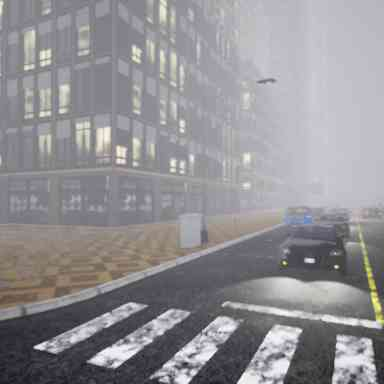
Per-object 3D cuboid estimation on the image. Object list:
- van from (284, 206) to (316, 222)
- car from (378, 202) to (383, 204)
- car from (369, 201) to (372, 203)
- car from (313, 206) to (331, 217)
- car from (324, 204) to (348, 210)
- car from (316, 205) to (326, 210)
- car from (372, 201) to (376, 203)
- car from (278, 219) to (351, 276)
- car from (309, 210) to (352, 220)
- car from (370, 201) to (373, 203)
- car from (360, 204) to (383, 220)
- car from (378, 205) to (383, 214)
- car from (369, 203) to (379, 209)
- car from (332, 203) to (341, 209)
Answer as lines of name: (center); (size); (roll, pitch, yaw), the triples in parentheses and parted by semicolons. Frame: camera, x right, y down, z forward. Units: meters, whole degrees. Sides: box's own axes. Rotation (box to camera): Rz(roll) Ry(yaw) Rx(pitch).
van: (8.284, 1.965, 25.720); (1.690, 1.788, 3.998); (-1, -2, 26)
car: (27.876, 2.359, 47.013); (2.192, 1.841, 5.009); (-1, -2, 26)
car: (39.996, 3.138, 72.094); (1.752, 1.417, 4.829); (-1, -2, 26)
car: (17.921, 2.628, 45.661); (2.008, 1.369, 4.403); (-1, -2, 26)
car: (14.867, 2.268, 33.355); (2.128, 1.511, 4.902); (-1, -2, 26)
car: (15.512, 2.530, 40.675); (1.947, 1.339, 4.313); (-1, -2, 26)
car: (32.695, 2.585, 56.986); (2.192, 1.841, 5.009); (-1, -2, 26)
car: (4.271, 1.842, 11.465); (1.994, 1.385, 4.181); (-1, -2, 26)
car: (8.628, 2.048, 20.495); (1.994, 1.385, 4.181); (-1, -2, 25)
car: (37.513, 3.047, 66.954); (2.008, 1.369, 4.403); (-1, -2, 26)
car: (20.317, 2.396, 37.497); (2.033, 1.411, 5.357); (-1, -2, 26)
car: (30.286, 2.723, 51.993); (1.947, 1.339, 4.313); (-1, -2, 26)
car: (44.741, 3.400, 81.913); (1.947, 1.339, 4.313); (-1, -2, 26)
car: (37.195, 3.563, 85.555); (1.802, 1.307, 4.206); (-1, -2, 26)
